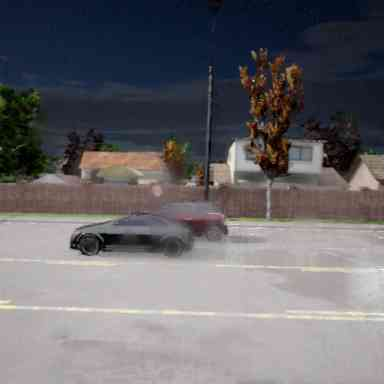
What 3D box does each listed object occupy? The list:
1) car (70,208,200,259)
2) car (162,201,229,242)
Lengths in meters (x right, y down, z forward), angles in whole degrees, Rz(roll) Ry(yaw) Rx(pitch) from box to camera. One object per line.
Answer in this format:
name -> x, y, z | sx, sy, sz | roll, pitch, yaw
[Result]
car -> -1.955, 1.393, 11.495 | 4.181, 1.385, 1.994 | 1, 1, 2
car -> -0.641, 1.165, 14.938 | 4.553, 1.767, 2.097 | 1, 1, 2
